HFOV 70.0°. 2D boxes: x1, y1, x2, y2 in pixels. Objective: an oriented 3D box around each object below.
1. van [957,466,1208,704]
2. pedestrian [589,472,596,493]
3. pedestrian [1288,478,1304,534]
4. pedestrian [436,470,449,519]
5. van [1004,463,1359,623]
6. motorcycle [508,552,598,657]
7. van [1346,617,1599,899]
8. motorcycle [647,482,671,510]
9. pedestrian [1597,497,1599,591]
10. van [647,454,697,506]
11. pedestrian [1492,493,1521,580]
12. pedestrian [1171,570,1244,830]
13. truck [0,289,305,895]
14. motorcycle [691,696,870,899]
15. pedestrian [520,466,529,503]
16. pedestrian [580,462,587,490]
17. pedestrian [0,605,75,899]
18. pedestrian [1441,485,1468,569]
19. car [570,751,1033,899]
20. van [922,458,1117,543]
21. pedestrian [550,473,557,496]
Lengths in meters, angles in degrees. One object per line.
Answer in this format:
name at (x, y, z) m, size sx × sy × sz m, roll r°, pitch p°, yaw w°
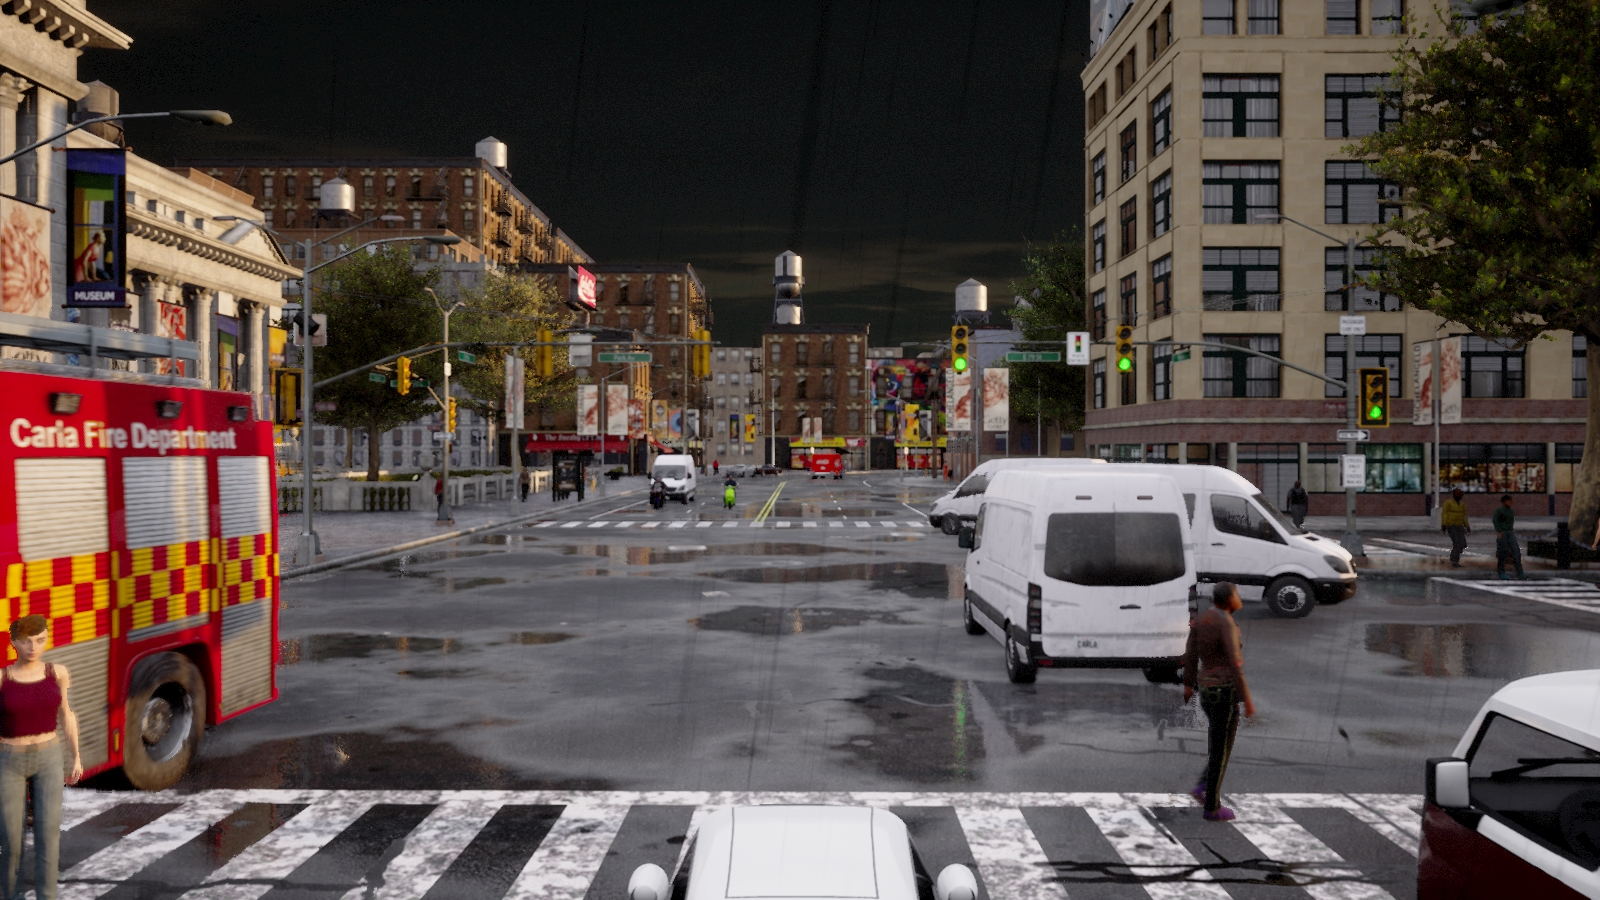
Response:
van at (3.547, 1.543, 15.671) m, size 1.988 × 2.561 × 5.915 m, roll 0°, pitch 0°, yaw 0°
pedestrian at (-12.930, 2.014, 71.287) m, size 0.375 × 1.300 × 0.375 m, roll 0°, pitch 0°, yaw -1°
pedestrian at (16.665, 1.869, 38.396) m, size 0.375 × 1.860 × 0.375 m, roll 0°, pitch 0°, yaw 0°
pedestrian at (-13.723, 1.719, 43.845) m, size 0.375 × 1.860 × 0.375 m, roll 0°, pitch 0°, yaw 1°
van at (6.884, 1.546, 20.791) m, size 5.915 × 2.561 × 1.988 m, roll 0°, pitch 0°, yaw 26°
motorcycle at (-3.580, 2.214, 16.764) m, size 0.867 × 1.251 × 2.209 m, roll 0°, pitch 0°, yaw 0°
van at (3.527, 1.785, 3.010) m, size 2.069 × 2.038 × 4.480 m, roll 0°, pitch 0°, yaw 1°
motorcycle at (-6.843, 2.234, 55.491) m, size 0.867 × 1.251 × 2.209 m, roll 0°, pitch 0°, yaw 0°
pedestrian at (15.988, 1.861, 22.481) m, size 0.375 × 1.860 × 0.375 m, roll 0°, pitch 0°, yaw 9°
van at (-6.818, 1.563, 61.417) m, size 1.988 × 2.561 × 5.915 m, roll 0°, pitch 1°, yaw 0°
pedestrian at (15.259, 1.862, 24.683) m, size 0.375 × 1.860 × 0.375 m, roll 0°, pitch 0°, yaw -10°
pedestrian at (3.063, 1.854, 8.599) m, size 0.375 × 1.860 × 0.375 m, roll 0°, pitch 0°, yaw -14°
truck at (-6.523, 0.895, 6.887) m, size 2.891 × 3.827 × 8.468 m, roll 0°, pitch 0°, yaw 4°
motorcycle at (-0.091, 2.186, 6.364) m, size 0.856 × 1.236 × 1.805 m, roll 0°, pitch 0°, yaw 0°
pedestrian at (-13.956, 1.728, 57.885) m, size 0.375 × 1.860 × 0.375 m, roll 0°, pitch 0°, yaw -5°
pedestrian at (-14.588, 1.738, 76.966) m, size 0.375 × 1.860 × 0.375 m, roll 0°, pitch 0°, yaw 3°
pedestrian at (-4.414, 1.853, 6.555) m, size 0.375 × 1.860 × 0.375 m, roll 0°, pitch 0°, yaw -42°
pedestrian at (14.744, 1.718, 25.739) m, size 0.375 × 1.860 × 0.375 m, roll 0°, pitch 0°, yaw -11°
car at (0.009, 2.123, 4.321) m, size 1.481 × 1.376 × 2.207 m, roll 0°, pitch 0°, yaw 0°
van at (7.118, 1.554, 37.357) m, size 5.915 × 2.561 × 1.988 m, roll 0°, pitch 1°, yaw 32°
pedestrian at (-14.292, 2.011, 66.281) m, size 0.375 × 1.300 × 0.375 m, roll 0°, pitch 0°, yaw -7°
